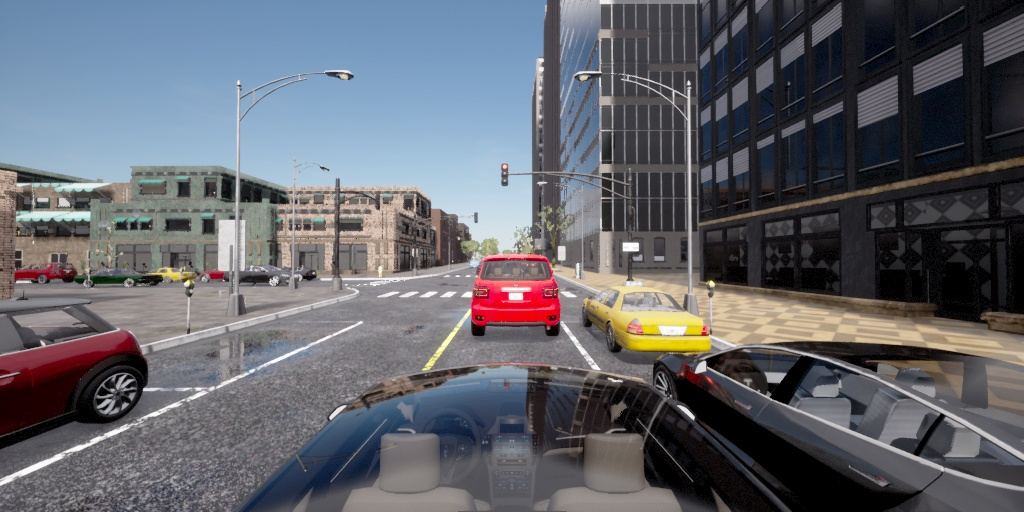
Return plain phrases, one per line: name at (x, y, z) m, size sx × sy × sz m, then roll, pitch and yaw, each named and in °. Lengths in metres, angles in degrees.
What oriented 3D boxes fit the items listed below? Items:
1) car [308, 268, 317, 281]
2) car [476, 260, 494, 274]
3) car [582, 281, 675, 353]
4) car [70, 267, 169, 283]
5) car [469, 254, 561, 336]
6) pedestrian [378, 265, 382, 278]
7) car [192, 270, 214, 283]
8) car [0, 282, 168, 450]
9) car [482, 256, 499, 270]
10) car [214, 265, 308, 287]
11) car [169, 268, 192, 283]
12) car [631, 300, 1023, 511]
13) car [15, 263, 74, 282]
car at (-19.473, 1.561, 31.485) m, size 4.313 × 1.339 × 1.948 m, roll 0°, pitch 0°, yaw 1°
car at (-3.176, 1.269, 43.534) m, size 1.837 × 1.490 × 4.892 m, roll 0°, pitch 0°, yaw 0°
car at (2.814, 1.277, 8.628) m, size 1.751 × 1.417 × 4.829 m, roll 0°, pitch 0°, yaw 0°
car at (-28.088, 1.587, 25.794) m, size 4.718 × 1.301 × 1.895 m, roll -1°, pitch -1°, yaw 1°
car at (0.082, 0.975, 10.503) m, size 2.150 × 2.045 × 5.566 m, roll 0°, pitch 0°, yaw 0°
pedestrian at (-12.611, 1.398, 34.365) m, size 0.375 × 1.300 × 0.375 m, roll 0°, pitch 0°, yaw 1°
car at (-25.020, 1.488, 31.545) m, size 4.097 × 1.591 × 1.967 m, roll 0°, pitch 0°, yaw 1°
car at (-5.692, 1.190, 2.852) m, size 1.967 × 1.591 × 4.097 m, roll 0°, pitch 0°, yaw 0°
car at (-3.186, 0.990, 54.026) m, size 2.150 × 2.045 × 5.566 m, roll 0°, pitch 0°, yaw 1°
car at (-17.885, 1.381, 25.703) m, size 4.902 × 1.511 × 2.128 m, roll -1°, pitch -1°, yaw 2°
car at (-30.738, 1.627, 31.606) m, size 4.829 × 1.417 × 1.751 m, roll 0°, pitch 0°, yaw 1°
car at (2.656, 1.316, 2.815) m, size 1.948 × 1.339 × 4.313 m, roll 0°, pitch 0°, yaw 0°
car at (-41.664, 1.522, 31.723) m, size 5.009 × 1.841 × 2.192 m, roll 0°, pitch 0°, yaw 1°
